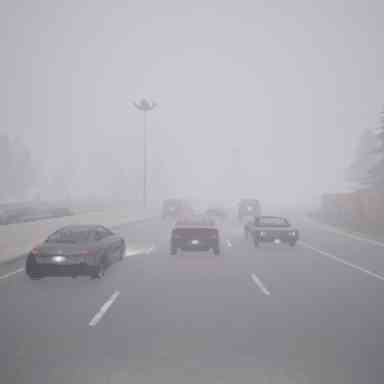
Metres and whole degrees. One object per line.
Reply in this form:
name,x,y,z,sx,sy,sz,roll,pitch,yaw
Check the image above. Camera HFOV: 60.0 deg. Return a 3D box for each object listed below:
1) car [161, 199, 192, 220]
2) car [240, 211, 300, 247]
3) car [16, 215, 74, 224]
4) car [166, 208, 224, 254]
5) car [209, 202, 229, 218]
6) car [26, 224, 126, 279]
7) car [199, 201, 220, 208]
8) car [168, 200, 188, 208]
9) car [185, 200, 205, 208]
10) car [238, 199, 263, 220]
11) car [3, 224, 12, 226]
car,-1.373,1.673,32.873,2.150,2.045,5.566,0,-1,11
car,3.704,1.826,16.343,1.895,1.301,4.718,0,-1,2
car,-10.025,1.799,23.410,1.882,1.535,5.008,0,-1,6
car,0.156,1.677,14.439,1.882,1.535,5.008,0,-1,1
car,2.650,2.004,34.806,1.812,1.442,4.674,0,-1,13
car,-3.402,1.709,10.497,1.994,1.385,4.181,0,-1,0
car,3.561,2.444,65.642,2.033,1.411,5.357,0,-1,29
car,-2.923,2.435,68.406,1.837,1.490,4.892,0,-1,29
car,0.677,2.442,67.622,2.128,1.511,4.902,0,-1,29
car,5.773,1.674,32.962,2.150,2.045,5.566,0,-1,12
car,-13.378,1.822,25.094,1.882,1.535,5.008,0,-1,7
